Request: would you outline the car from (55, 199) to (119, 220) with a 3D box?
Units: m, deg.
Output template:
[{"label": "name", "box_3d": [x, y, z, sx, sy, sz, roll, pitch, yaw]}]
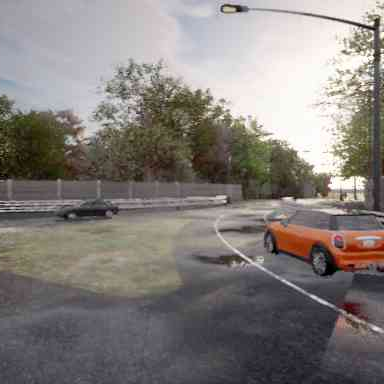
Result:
[{"label": "car", "box_3d": [-8.194, 1.358, 26.278, 4.892, 1.490, 1.837, 0, 1, -35]}]

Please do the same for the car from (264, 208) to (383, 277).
[{"label": "car", "box_3d": [3.964, 1.276, 10.320, 2.097, 1.767, 4.553, 0, 0, -11]}]
